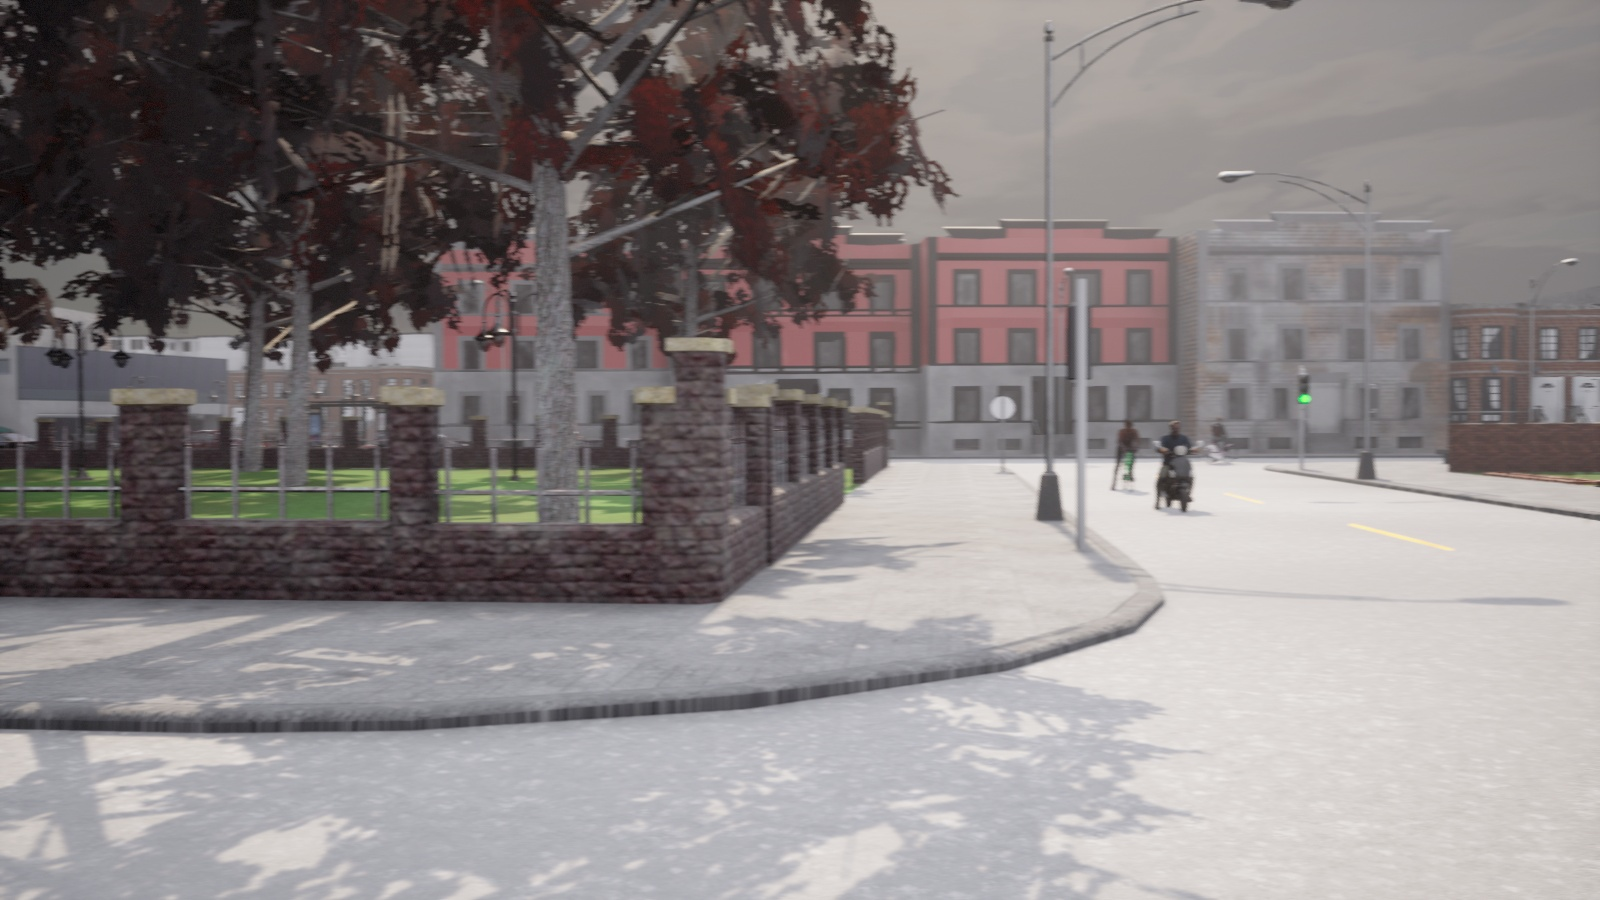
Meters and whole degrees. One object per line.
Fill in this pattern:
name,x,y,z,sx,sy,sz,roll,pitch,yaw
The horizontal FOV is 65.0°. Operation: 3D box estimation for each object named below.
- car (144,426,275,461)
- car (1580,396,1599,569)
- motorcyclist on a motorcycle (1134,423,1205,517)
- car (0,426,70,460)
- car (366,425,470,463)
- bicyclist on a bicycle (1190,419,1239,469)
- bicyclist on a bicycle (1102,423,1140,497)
car,-24.610,-0.293,52.384,4.674,1.442,1.812,0,1,6
car,9.442,0.385,12.033,1.905,1.878,3.866,0,1,8
motorcyclist on a motorcycle,6.543,0.321,22.356,0.866,1.590,1.817,0,1,5
car,-34.282,-0.312,53.478,5.357,1.411,2.033,0,1,6
car,-15.596,-0.267,51.362,3.633,1.501,1.845,0,1,6
bicyclist on a bicycle,15.288,-0.248,46.331,1.843,1.776,0.659,-1,6,-36
bicyclist on a bicycle,7.266,0.194,28.477,0.582,1.620,1.656,0,1,6
